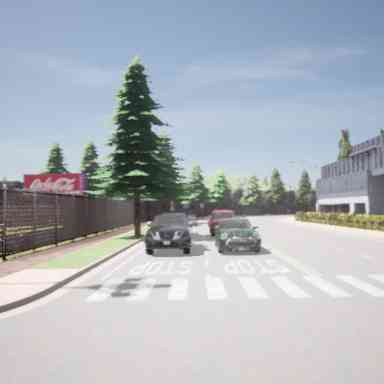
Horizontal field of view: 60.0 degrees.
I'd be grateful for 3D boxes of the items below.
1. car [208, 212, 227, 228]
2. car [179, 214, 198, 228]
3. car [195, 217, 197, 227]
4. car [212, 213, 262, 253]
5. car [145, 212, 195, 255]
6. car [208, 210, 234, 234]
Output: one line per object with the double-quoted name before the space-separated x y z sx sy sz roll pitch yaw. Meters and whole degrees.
"car" 3.037 3.277 39.911 2.097 1.767 4.553 -1 -3 3
"car" -0.357 3.597 42.323 2.128 1.511 4.902 -1 -2 3
"car" -0.819 3.025 29.304 2.033 1.411 5.357 -1 -3 1
"car" 2.394 2.205 17.946 2.097 1.767 4.553 -1 -3 1
"car" -1.106 2.158 18.171 2.150 2.045 5.566 -1 -3 1
"car" 2.635 2.543 27.657 2.150 2.045 5.566 -1 -2 2
